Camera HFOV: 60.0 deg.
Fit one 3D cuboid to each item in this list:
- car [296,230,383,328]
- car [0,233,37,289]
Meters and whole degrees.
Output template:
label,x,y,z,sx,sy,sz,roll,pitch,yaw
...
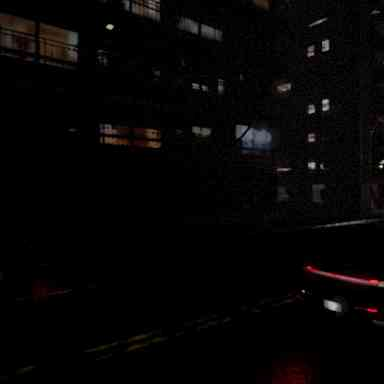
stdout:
label,x,y,z,sx,sy,sz,roll,pitch,yaw
car,4.066,1.492,6.425,4.902,1.511,2.128,0,0,-36
car,-6.178,1.481,7.288,5.008,1.535,1.882,0,0,-36
